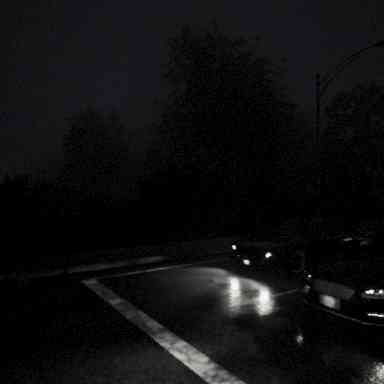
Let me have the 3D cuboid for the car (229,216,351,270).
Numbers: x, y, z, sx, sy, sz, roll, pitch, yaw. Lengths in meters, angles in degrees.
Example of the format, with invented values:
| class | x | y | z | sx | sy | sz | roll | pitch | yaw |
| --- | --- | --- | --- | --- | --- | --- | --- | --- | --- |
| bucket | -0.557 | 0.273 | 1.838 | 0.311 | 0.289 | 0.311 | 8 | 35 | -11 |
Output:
| class | x | y | z | sx | sy | sz | roll | pitch | yaw |
| --- | --- | --- | --- | --- | --- | --- | --- | --- | --- |
| car | 3.754 | 1.473 | 10.371 | 5.357 | 1.411 | 2.033 | -1 | 1 | -31 |

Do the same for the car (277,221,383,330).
| class | x | y | z | sx | sy | sz | roll | pitch | yaw |
| --- | --- | --- | --- | --- | --- | --- | --- | --- | --- |
| car | 4.277 | 1.447 | 6.555 | 4.902 | 1.511 | 2.128 | -1 | 1 | -31 |
